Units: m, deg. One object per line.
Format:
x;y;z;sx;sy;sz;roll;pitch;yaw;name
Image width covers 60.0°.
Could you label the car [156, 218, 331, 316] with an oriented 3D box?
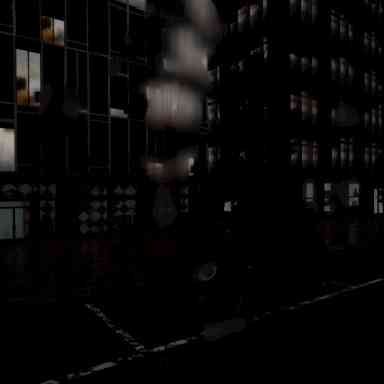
1.217;1.439;7.429;4.097;1.590;1.967;0;-1;-35;car
